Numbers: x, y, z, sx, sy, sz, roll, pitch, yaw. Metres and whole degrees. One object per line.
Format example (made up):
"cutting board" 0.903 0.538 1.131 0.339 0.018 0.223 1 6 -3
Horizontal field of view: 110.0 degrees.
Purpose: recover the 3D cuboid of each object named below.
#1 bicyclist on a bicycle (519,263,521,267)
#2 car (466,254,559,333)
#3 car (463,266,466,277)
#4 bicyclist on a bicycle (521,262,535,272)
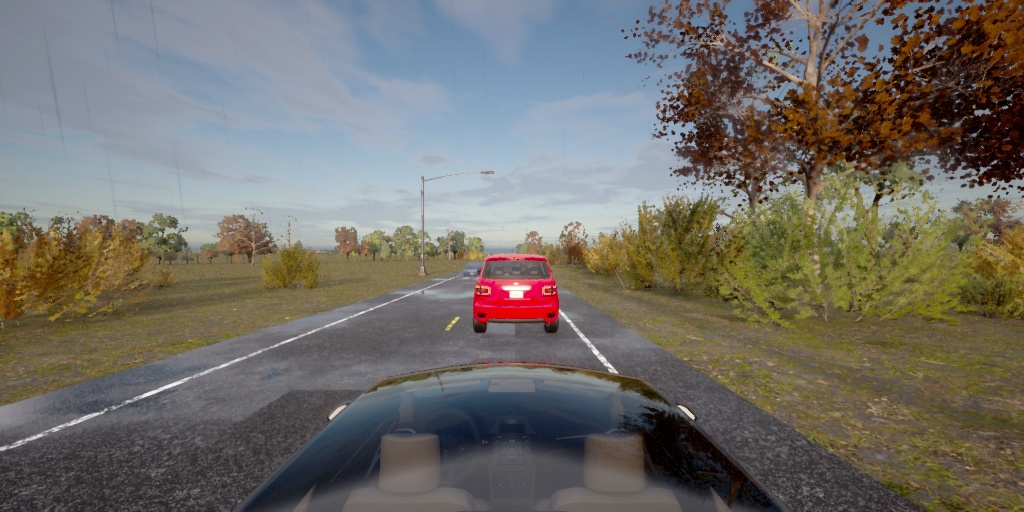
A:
"bicyclist on a bicycle" 0.891 1.111 28.573 0.659 1.776 1.843 0 0 0
"car" 0.088 0.968 10.854 2.150 2.045 5.566 0 0 0
"car" -3.724 1.286 35.948 2.033 1.411 5.357 0 0 0
"bicyclist on a bicycle" 0.935 1.114 18.560 0.659 1.776 1.843 0 0 0
